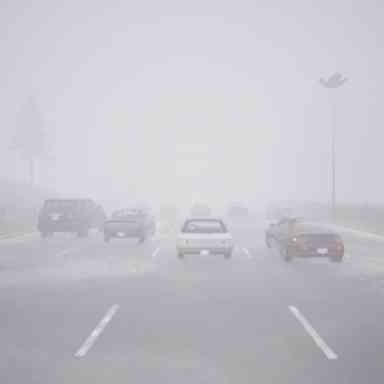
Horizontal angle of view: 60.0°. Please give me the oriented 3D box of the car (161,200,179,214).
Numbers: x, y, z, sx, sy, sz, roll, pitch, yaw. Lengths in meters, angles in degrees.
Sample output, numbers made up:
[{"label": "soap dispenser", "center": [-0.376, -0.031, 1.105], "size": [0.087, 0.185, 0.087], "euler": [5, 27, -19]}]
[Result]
[{"label": "car", "center": [-2.533, 1.687, 37.926], "size": [1.882, 1.535, 5.008], "euler": [0, 0, 1]}]

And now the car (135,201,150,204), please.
[{"label": "car", "center": [-6.000, 1.787, 39.913], "size": [1.994, 1.385, 4.181], "euler": [0, 0, 1]}]

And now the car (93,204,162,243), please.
[{"label": "car", "center": [-2.965, 1.585, 16.537], "size": [2.128, 1.511, 4.902], "euler": [0, 0, 1]}]

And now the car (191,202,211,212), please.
[{"label": "car", "center": [0.902, 1.753, 34.529], "size": [1.994, 1.385, 4.181], "euler": [0, 0, 1]}]

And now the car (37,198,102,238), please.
[{"label": "car", "center": [-6.426, 1.328, 18.455], "size": [2.150, 2.045, 5.566], "euler": [0, 0, 1]}]

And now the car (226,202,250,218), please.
[{"label": "car", "center": [4.365, 1.699, 32.177], "size": [1.812, 1.442, 4.674], "euler": [0, 0, 1]}]

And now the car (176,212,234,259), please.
[{"label": "car", "center": [0.461, 1.672, 12.965], "size": [1.895, 1.301, 4.718], "euler": [0, 0, 1]}]

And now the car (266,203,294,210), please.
[{"label": "car", "center": [7.811, 1.683, 29.513], "size": [1.812, 1.442, 4.674], "euler": [0, 0, 1]}]

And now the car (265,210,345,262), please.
[{"label": "car", "center": [3.947, 1.591, 12.232], "size": [1.812, 1.442, 4.674], "euler": [0, 0, 1]}]
